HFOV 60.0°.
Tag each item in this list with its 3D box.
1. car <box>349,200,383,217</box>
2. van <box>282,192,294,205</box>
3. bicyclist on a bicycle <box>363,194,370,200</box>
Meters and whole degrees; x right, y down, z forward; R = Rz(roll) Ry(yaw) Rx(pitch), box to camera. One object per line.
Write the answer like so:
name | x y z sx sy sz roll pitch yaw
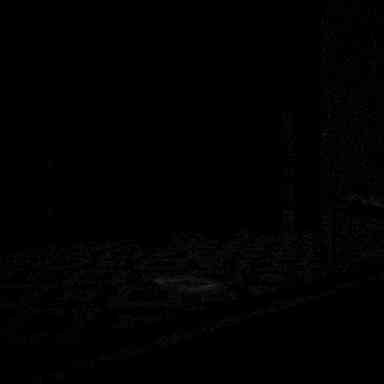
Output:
car | 14.856 1.367 28.326 2.008 1.369 4.403 1 0 -36
van | 12.289 0.930 46.600 1.690 1.788 3.998 1 0 -36
bicyclist on a bicycle | 20.878 1.030 39.656 1.656 1.620 0.582 0 1 -36
